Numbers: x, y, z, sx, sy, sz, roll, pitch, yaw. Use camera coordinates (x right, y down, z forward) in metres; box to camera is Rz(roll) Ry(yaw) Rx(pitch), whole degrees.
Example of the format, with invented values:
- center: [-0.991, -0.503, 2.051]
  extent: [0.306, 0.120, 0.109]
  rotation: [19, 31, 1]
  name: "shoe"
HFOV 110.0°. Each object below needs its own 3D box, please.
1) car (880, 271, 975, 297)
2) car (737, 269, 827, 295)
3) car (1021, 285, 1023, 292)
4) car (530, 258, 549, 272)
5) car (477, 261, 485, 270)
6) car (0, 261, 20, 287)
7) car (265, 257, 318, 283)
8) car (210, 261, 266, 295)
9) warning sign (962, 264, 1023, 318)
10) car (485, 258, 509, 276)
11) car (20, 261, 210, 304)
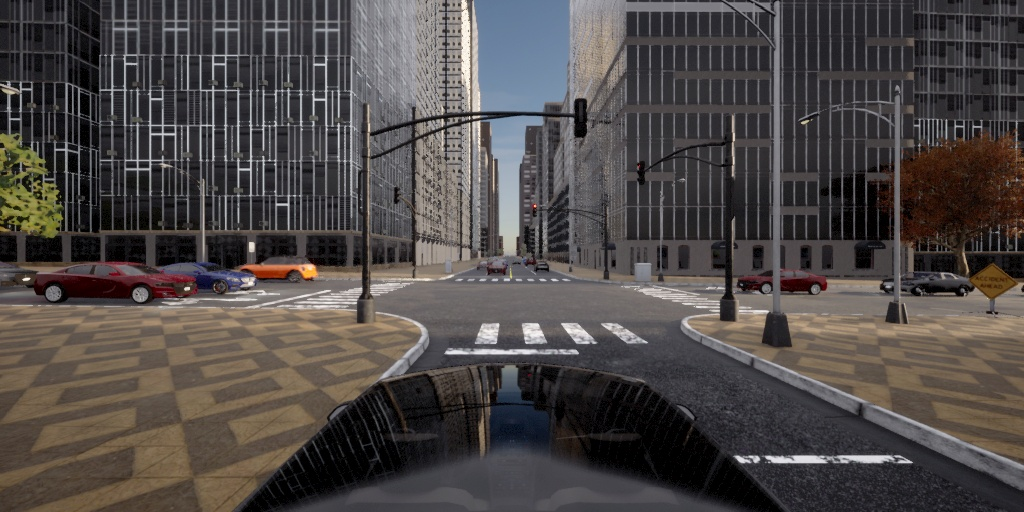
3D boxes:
- center: [26.276, 1.740, 22.785]
  extent: [4.902, 1.511, 2.128]
  rotation: [1, 0, -3]
  name: "car"
- center: [16.706, 1.554, 22.317]
  extent: [5.008, 1.535, 1.882]
  rotation: [1, 0, -3]
  name: "car"
- center: [36.267, 1.932, 23.263]
  extent: [4.892, 1.490, 1.837]
  rotation: [1, 0, -3]
  name: "car"
- center: [3.818, 1.329, 46.652]
  extent: [1.948, 1.339, 4.313]
  rotation: [0, 0, 0]
  name: "car"
- center: [-4.149, 1.342, 52.125]
  extent: [1.802, 1.307, 4.207]
  rotation: [0, 0, 0]
  name: "car"
- center: [-24.912, 0.882, 16.833]
  extent: [4.181, 1.385, 1.994]
  rotation: [1, 0, -3]
  name: "car"
- center: [-15.660, 0.838, 23.975]
  extent: [4.553, 1.767, 2.097]
  rotation: [1, 0, -3]
  name: "car"
- center: [-14.986, 1.026, 17.316]
  extent: [4.674, 1.442, 1.812]
  rotation: [1, 0, -1]
  name: "car"
- center: [17.251, 1.204, 12.883]
  extent: [1.060, 1.860, 1.300]
  rotation: [0, 0, -3]
  name: "warning sign"
- center: [-1.587, 1.244, 38.525]
  extent: [1.882, 1.535, 5.008]
  rotation: [0, 0, -1]
  name: "car"
- center: [-15.295, 0.973, 14.044]
  extent: [5.008, 1.535, 1.882]
  rotation: [1, 0, -2]
  name: "car"
